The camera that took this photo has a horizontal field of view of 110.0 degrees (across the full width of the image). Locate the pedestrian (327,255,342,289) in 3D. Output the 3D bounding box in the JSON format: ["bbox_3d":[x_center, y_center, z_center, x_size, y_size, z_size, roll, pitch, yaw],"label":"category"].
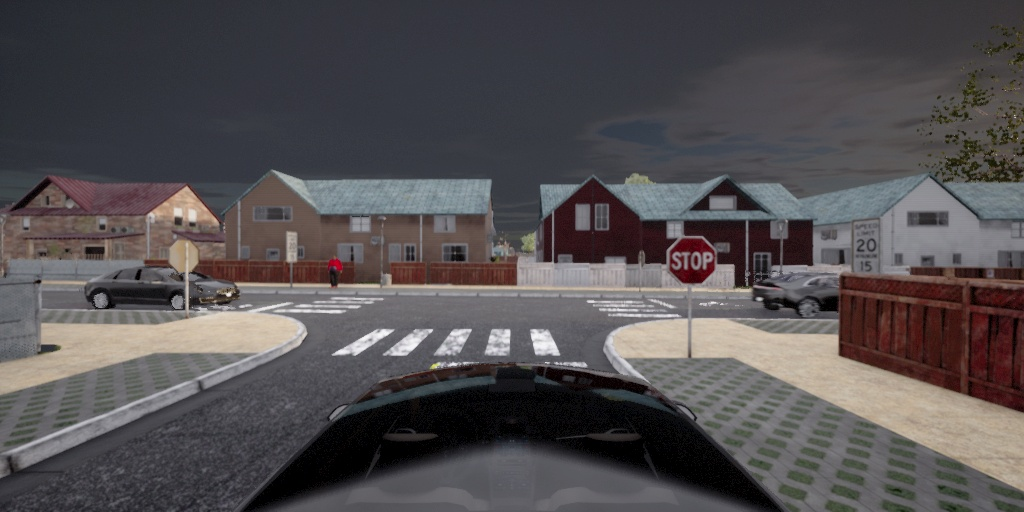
[{"bbox_3d":[-9.399,0.784,18.948,0.375,1.860,0.375,0,0,1],"label":"pedestrian"}]

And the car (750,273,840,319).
[{"bbox_3d":[11.248,1.354,12.730,4.902,1.511,2.128,1,0,1],"label":"car"}]

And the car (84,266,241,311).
[{"bbox_3d":[-12.588,1.132,13.050,4.892,1.490,1.837,0,0,4],"label":"car"}]
